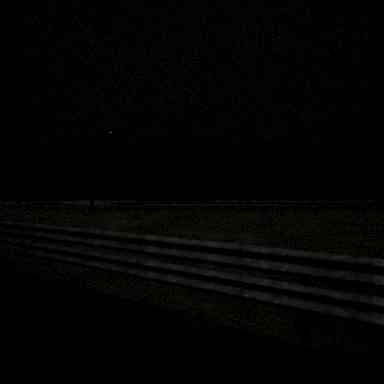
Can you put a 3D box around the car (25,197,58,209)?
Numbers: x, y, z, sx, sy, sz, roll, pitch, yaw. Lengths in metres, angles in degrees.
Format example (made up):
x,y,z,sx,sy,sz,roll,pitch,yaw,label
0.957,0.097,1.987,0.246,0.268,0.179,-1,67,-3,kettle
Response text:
x,y,z,sx,sy,sz,roll,pitch,yaw,label
-22.248,1.590,49.146,4.553,1.767,2.097,0,0,11,car
